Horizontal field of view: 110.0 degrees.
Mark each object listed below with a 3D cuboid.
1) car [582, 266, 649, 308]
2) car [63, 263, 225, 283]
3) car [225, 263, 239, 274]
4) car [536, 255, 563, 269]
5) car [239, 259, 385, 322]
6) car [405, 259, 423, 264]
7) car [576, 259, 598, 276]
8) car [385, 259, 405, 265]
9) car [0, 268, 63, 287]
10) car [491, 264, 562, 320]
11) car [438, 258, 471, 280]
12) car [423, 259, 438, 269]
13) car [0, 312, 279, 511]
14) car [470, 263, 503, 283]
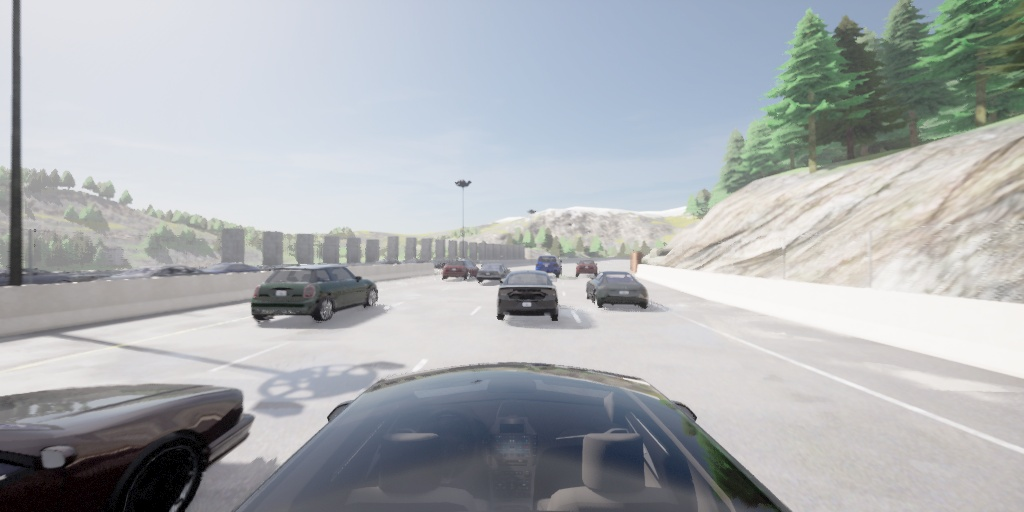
[{"bbox_3d":[4.315,1.318,15.249,1.994,1.385,4.181,0,0,5],"label":"car"},{"bbox_3d":[-16.808,1.195,16.862,2.128,1.511,4.902,0,0,5],"label":"car"},{"bbox_3d":[-19.514,1.219,24.486,1.812,1.442,4.674,0,0,8],"label":"car"},{"bbox_3d":[3.591,0.966,34.501,2.150,2.045,5.566,0,0,12],"label":"car"},{"bbox_3d":[-6.427,1.082,12.312,2.097,1.767,4.553,0,0,4],"label":"car"},{"bbox_3d":[-15.669,1.179,58.281,2.128,1.511,4.902,0,0,18],"label":"car"},{"bbox_3d":[7.636,1.105,36.537,2.097,1.767,4.553,0,0,12],"label":"car"},{"bbox_3d":[-19.756,1.171,56.876,2.128,1.511,4.902,0,0,17],"label":"car"},{"bbox_3d":[-23.820,1.250,16.881,1.994,1.385,4.181,0,0,5],"label":"car"},{"bbox_3d":[0.588,1.224,12.670,1.882,1.535,5.008,0,0,4],"label":"car"},{"bbox_3d":[-4.253,1.079,30.506,2.097,1.767,4.553,0,0,10],"label":"car"},{"bbox_3d":[-10.434,1.206,51.489,1.837,1.490,4.892,0,1,15],"label":"car"},{"bbox_3d":[-3.369,1.290,0.904,2.033,1.411,5.357,0,0,0],"label":"car"},{"bbox_3d":[-1.290,1.283,27.281,2.033,1.411,5.357,0,0,9],"label":"car"}]
